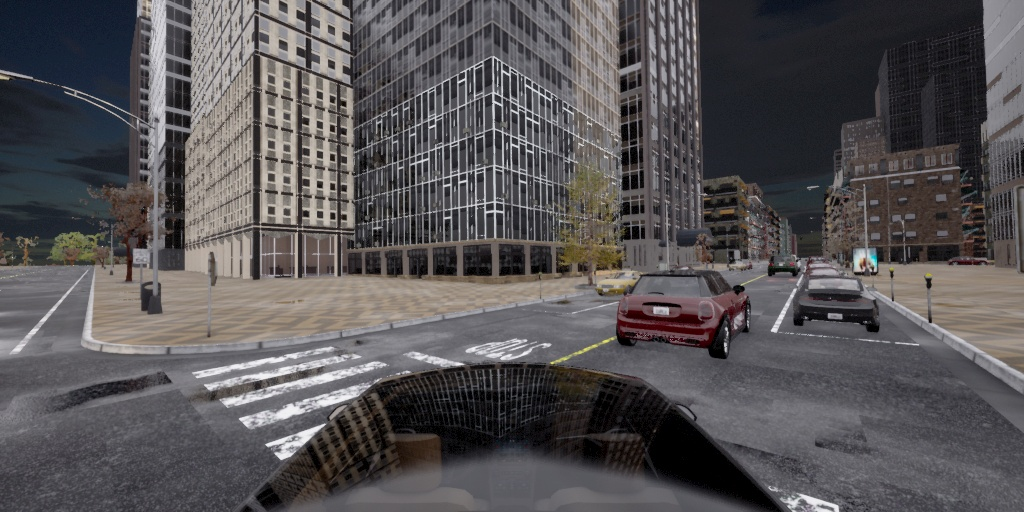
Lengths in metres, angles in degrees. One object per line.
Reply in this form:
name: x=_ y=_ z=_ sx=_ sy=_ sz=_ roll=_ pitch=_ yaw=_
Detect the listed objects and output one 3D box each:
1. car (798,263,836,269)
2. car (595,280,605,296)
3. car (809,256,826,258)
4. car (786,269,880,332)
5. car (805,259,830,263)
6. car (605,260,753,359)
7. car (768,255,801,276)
car: x=16.372 y=1.228 z=18.859 sx=1.802 sy=1.307 sz=4.207 roll=0 pitch=0 yaw=40
car: x=6.271 y=1.397 z=19.855 sx=1.751 sy=1.417 sz=4.829 roll=0 pitch=0 yaw=40
car: x=34.239 y=0.907 z=40.152 sx=2.192 sy=1.841 sz=5.009 roll=0 pitch=0 yaw=40
car: x=9.225 y=1.218 z=10.341 sx=2.007 sy=1.370 sz=4.403 roll=0 pitch=0 yaw=40
car: x=23.519 y=1.169 z=27.376 sx=1.888 sy=1.381 sz=4.507 roll=0 pitch=0 yaw=40
car: x=4.314 y=1.098 z=8.709 sx=2.097 sy=1.767 sz=4.553 roll=-2 pitch=-1 yaw=40
car: x=26.389 y=0.899 z=34.909 sx=2.150 sy=2.045 sz=5.566 roll=-2 pitch=-1 yaw=40
